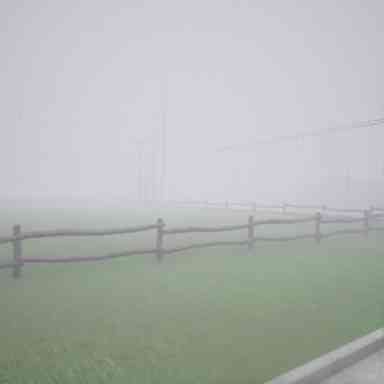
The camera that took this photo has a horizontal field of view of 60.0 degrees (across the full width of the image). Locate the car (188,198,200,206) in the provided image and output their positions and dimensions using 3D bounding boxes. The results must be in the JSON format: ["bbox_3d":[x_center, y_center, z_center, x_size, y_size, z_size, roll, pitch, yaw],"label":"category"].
[{"bbox_3d":[-0.469,1.817,62.883,1.882,1.535,5.008,1,-1,-36],"label":"car"}]

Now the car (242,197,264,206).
[{"bbox_3d":[11.693,1.790,63.968,2.097,1.767,4.553,1,0,-36],"label":"car"}]

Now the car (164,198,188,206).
[{"bbox_3d":[-3.346,1.832,60.889,1.812,1.442,4.674,1,-1,-36],"label":"car"}]
